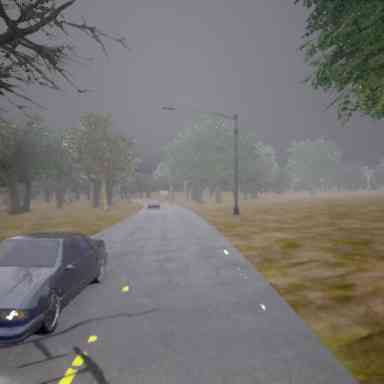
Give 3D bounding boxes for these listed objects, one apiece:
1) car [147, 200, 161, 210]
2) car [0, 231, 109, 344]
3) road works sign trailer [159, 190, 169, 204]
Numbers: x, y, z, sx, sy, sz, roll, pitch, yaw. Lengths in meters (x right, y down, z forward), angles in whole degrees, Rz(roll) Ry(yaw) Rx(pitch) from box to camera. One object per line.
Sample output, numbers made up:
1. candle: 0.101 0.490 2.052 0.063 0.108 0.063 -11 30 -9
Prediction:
1. car: -5.609 1.860 49.236 1.882 1.535 5.008 0 -1 -5
2. car: -3.173 1.591 7.035 2.033 1.411 5.357 0 0 -1
3. road works sign trailer: -7.096 1.296 83.480 2.380 3.560 2.880 0 -1 -10
